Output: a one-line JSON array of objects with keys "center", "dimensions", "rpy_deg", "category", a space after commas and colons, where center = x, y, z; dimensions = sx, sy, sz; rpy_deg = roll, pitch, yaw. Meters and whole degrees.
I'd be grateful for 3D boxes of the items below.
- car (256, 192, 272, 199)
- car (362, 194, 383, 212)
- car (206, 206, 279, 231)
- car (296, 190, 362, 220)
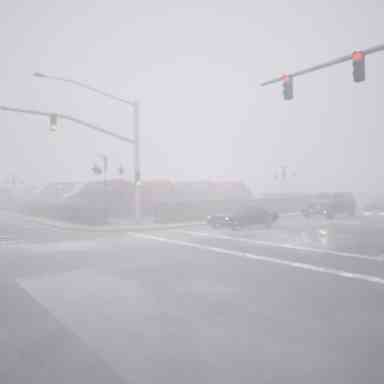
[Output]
[{"center": [17.817, 1.069, 79.872], "dimensions": [1.970, 1.475, 3.806], "rpy_deg": [-1, 0, -39], "category": "car"}, {"center": [19.002, 1.197, 33.067], "dimensions": [4.674, 1.442, 1.812], "rpy_deg": [-1, 0, -40], "category": "car"}, {"center": [3.073, 1.495, 19.851], "dimensions": [4.718, 1.301, 1.895], "rpy_deg": [-1, 0, -40], "category": "car"}, {"center": [10.976, 1.006, 26.418], "dimensions": [5.566, 2.045, 2.150], "rpy_deg": [-1, 0, -40], "category": "car"}]
